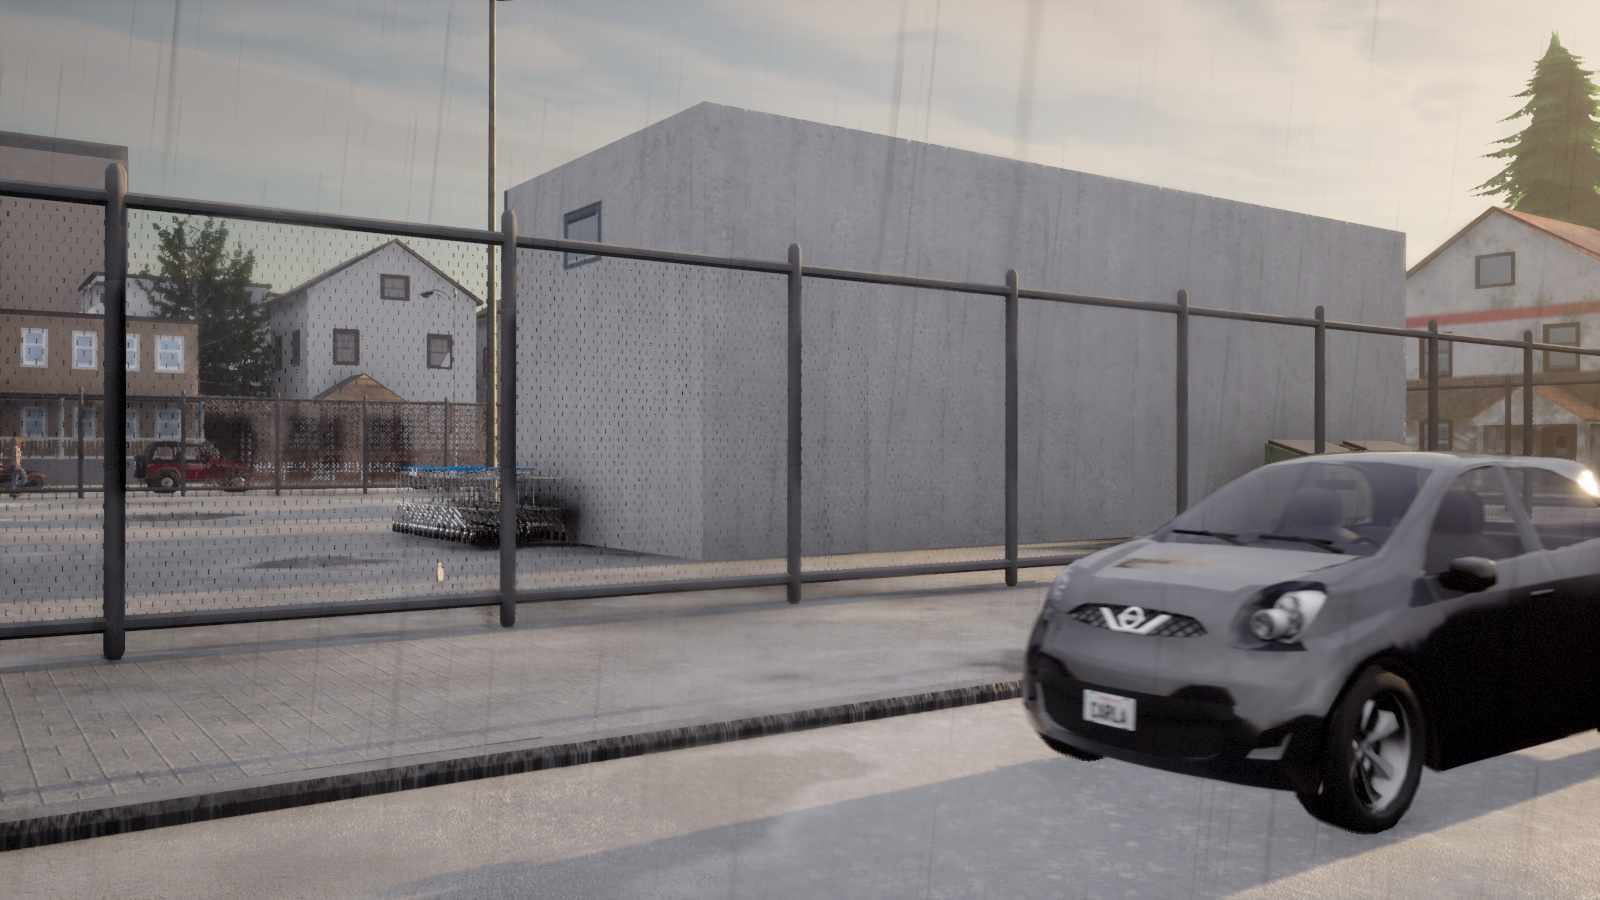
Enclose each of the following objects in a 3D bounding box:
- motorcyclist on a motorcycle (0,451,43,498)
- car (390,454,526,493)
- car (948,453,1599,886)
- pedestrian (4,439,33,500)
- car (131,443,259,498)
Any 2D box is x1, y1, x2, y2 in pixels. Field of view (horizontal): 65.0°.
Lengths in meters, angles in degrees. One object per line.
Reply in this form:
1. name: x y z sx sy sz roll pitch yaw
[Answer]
1. motorcyclist on a motorcycle: -28.326 0.864 44.640 2.350 1.649 0.766 0 0 -35
2. car: -13.605 0.901 50.073 4.892 1.490 1.837 0 0 -33
3. car: 2.710 0.769 6.156 3.633 1.501 1.845 0 0 -35
4. pedestrian: -23.680 0.598 38.047 0.706 1.836 0.354 0 0 -35
5. car: -21.459 0.695 44.568 3.866 1.878 1.905 0 0 -34
